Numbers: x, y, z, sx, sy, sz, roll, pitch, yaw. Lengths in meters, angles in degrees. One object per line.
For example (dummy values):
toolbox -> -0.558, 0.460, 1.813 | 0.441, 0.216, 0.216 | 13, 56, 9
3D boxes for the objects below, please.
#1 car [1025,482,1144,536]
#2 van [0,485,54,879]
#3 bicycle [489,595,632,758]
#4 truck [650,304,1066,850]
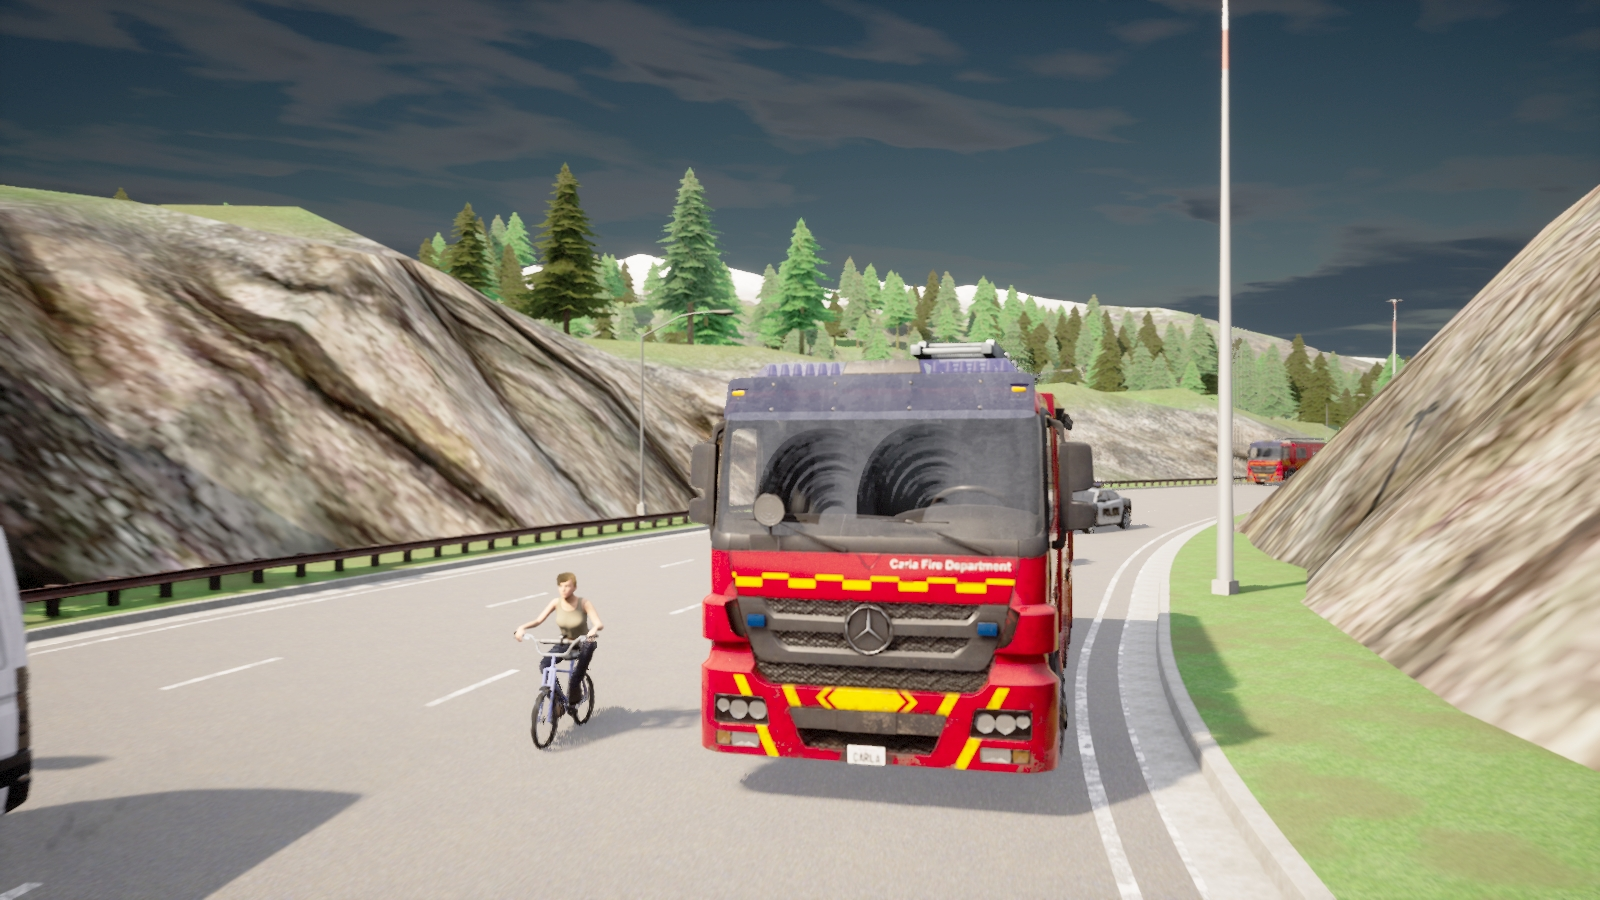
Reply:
car -> 10.022, 1.998, 39.965 | 2.097, 1.638, 5.238 | 0, 0, 38
van -> -6.480, 1.535, 5.105 | 1.988, 2.561, 5.915 | -1, 0, 6
bicycle -> -2.310, 2.162, 11.202 | 0.859, 1.277, 1.487 | 0, 0, 11
truck -> 1.312, 0.896, 12.473 | 2.891, 3.827, 8.468 | 0, 0, 15
